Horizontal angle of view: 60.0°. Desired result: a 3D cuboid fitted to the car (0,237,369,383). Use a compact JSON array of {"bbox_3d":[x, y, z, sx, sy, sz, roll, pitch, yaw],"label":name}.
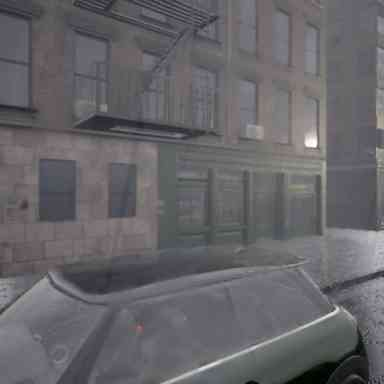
[{"bbox_3d":[-0.626,1.352,2.601,4.553,1.767,2.097,0,0,-35],"label":"car"}]
